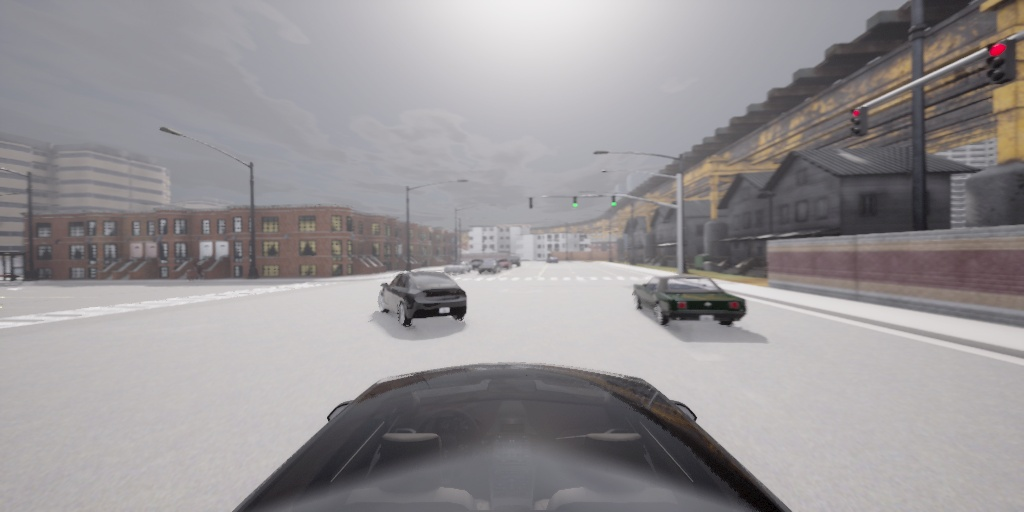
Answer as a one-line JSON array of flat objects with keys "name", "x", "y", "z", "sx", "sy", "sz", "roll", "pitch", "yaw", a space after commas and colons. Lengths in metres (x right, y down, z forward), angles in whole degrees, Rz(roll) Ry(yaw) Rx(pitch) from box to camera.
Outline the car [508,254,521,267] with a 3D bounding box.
[{"name": "car", "x": 0.201, "y": 0.737, "z": 58.800, "sx": 2.150, "sy": 2.045, "sz": 5.566, "roll": -1, "pitch": 0, "yaw": 7}]

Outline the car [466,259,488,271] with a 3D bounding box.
[{"name": "car", "x": -4.649, "y": 1.134, "z": 48.213, "sx": 1.837, "sy": 1.490, "sz": 4.892, "roll": -1, "pitch": 0, "yaw": 8}]

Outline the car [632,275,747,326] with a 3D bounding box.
[{"name": "car", "x": 5.090, "y": 1.238, "z": 11.083, "sx": 1.895, "sy": 1.301, "sz": 4.718, "roll": -1, "pitch": 0, "yaw": 7}]

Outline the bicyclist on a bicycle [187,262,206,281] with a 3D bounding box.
[{"name": "bicyclist on a bicycle", "x": -27.491, "y": 1.333, "z": 31.255, "sx": 0.582, "sy": 1.620, "sz": 1.656, "roll": -1, "pitch": 1, "yaw": 7}]

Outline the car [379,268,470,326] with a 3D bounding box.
[{"name": "car", "x": -3.089, "y": 1.258, "z": 11.921, "sx": 1.837, "sy": 1.490, "sz": 4.892, "roll": 0, "pitch": 0, "yaw": -31}]

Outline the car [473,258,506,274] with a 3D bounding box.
[{"name": "car", "x": -2.301, "y": 1.180, "z": 38.865, "sx": 2.033, "sy": 1.411, "sz": 5.357, "roll": -1, "pitch": 0, "yaw": 7}]

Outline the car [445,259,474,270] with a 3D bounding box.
[{"name": "car", "x": -5.816, "y": 1.285, "z": 38.969, "sx": 1.895, "sy": 1.301, "sz": 4.718, "roll": -1, "pitch": 0, "yaw": 8}]

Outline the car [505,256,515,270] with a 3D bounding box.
[{"name": "car", "x": -1.104, "y": 1.103, "z": 48.377, "sx": 1.812, "sy": 1.442, "sz": 4.674, "roll": -1, "pitch": 0, "yaw": 7}]
